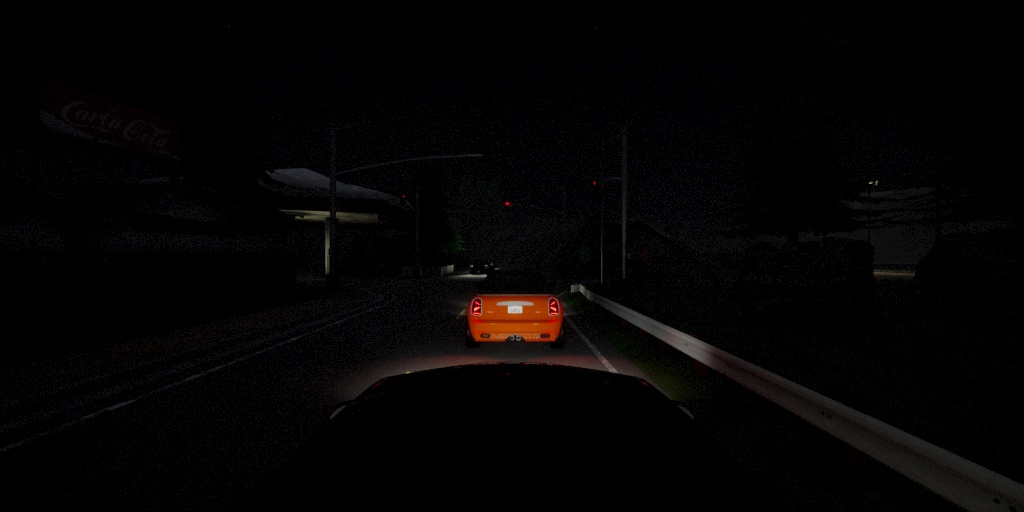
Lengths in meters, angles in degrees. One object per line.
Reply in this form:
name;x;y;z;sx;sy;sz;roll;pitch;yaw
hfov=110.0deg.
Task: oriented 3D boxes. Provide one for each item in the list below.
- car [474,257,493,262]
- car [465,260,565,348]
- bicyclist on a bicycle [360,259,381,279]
car;-3.569;1.099;40.637;2.097;1.767;4.553;0;0;0
car;0.079;1.102;9.373;2.097;1.767;4.553;0;0;0
bicyclist on a bicycle;-11.754;1.095;29.861;1.656;1.620;0.582;1;-3;-19
